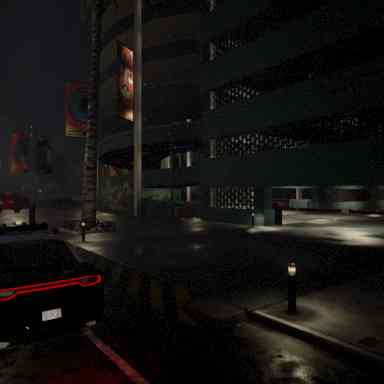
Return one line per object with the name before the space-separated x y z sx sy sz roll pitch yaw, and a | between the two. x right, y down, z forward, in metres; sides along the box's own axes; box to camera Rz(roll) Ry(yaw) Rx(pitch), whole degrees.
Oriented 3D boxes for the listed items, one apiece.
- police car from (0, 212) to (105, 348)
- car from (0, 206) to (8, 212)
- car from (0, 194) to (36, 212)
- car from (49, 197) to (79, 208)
police car | -3.444 1.425 6.470 1.930 1.638 5.238 0 0 -38
car | -9.487 1.478 14.300 1.882 1.535 5.008 0 0 -38
car | -19.308 1.221 36.503 2.150 2.045 5.566 0 0 0
car | -18.040 1.478 47.072 1.882 1.535 5.008 0 0 17
